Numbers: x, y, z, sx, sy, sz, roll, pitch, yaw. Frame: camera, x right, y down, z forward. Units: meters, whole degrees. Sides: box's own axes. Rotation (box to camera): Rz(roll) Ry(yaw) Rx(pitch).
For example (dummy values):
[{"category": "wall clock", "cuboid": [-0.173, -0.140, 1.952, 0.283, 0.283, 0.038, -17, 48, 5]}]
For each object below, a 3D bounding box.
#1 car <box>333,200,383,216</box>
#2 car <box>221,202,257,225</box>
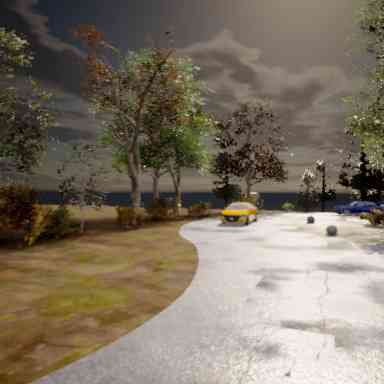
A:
[{"category": "car", "cuboid": [16.948, 1.595, 33.726, 5.008, 1.535, 1.882, 0, -1, 3]}, {"category": "car", "cuboid": [3.537, 1.514, 24.496, 1.882, 1.535, 5.008, 0, 0, 21]}]
